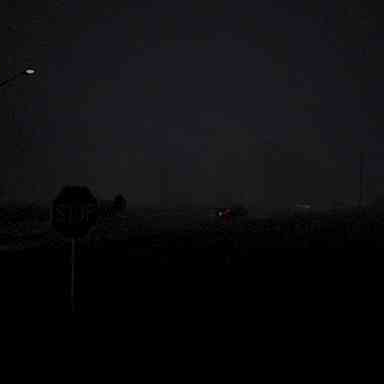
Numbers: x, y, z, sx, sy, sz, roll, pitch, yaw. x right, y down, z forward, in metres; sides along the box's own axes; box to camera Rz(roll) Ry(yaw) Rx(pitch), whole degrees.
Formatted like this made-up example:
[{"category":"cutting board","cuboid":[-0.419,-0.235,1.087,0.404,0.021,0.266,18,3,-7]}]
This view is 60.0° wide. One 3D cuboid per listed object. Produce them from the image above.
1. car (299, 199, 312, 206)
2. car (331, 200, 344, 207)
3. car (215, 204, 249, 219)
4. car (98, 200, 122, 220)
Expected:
[{"category":"car","cuboid":[26.579,2.415,77.604,1.837,1.490,4.892,1,0,36]},{"category":"car","cuboid":[32.101,2.493,73.297,1.837,1.490,4.892,1,0,36]},{"category":"car","cuboid":[4.166,1.961,34.580,1.812,1.442,4.674,1,0,36]},{"category":"car","cuboid":[-8.386,1.517,29.149,2.097,1.767,4.553,1,-1,36]}]
